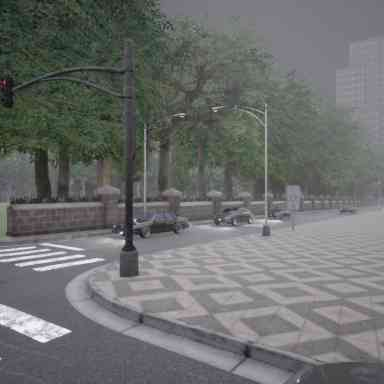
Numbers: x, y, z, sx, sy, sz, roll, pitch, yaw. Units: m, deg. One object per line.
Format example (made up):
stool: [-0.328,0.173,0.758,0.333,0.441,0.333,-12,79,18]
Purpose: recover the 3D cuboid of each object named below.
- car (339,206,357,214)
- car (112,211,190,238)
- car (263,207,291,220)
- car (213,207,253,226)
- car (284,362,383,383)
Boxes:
car: [25.192,2.844,53.472,1.895,1.301,4.718,0,-1,36]
car: [-2.293,1.888,20.218,2.033,1.411,5.357,0,-1,35]
car: [9.465,2.326,36.789,1.994,1.385,4.181,0,-1,35]
car: [3.616,2.056,28.551,1.837,1.490,4.892,0,-1,35]
car: [2.349,1.551,1.283,4.403,1.369,2.008,0,0,36]
